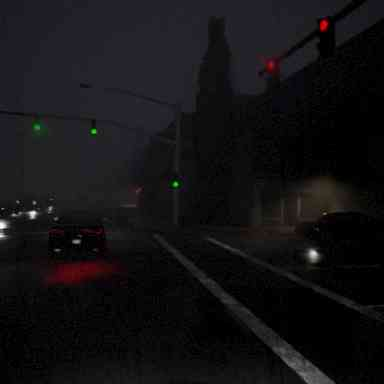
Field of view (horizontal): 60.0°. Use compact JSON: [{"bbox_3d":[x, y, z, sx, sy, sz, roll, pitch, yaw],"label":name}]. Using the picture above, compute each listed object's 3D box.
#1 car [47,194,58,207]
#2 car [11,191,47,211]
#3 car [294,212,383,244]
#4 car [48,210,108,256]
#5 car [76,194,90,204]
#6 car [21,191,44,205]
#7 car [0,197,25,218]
[{"bbox_3d":[-20.136,1.087,46.351,2.097,1.767,4.553,2,0,-13],"label":"car"},{"bbox_3d":[-17.857,1.093,36.760,2.097,1.767,4.553,2,0,-13],"label":"car"},{"bbox_3d":[7.718,1.772,17.134,5.008,1.535,1.882,2,0,-15],"label":"car"},{"bbox_3d":[-4.360,1.437,13.064,1.882,1.535,5.008,2,0,-16],"label":"car"},{"bbox_3d":[-19.826,1.173,60.500,2.097,1.767,4.553,2,0,-14],"label":"car"},{"bbox_3d":[-25.254,0.859,52.768,2.150,2.045,5.566,2,0,-14],"label":"car"},{"bbox_3d":[-15.540,1.349,27.227,1.895,1.301,4.718,2,0,-14],"label":"car"}]
